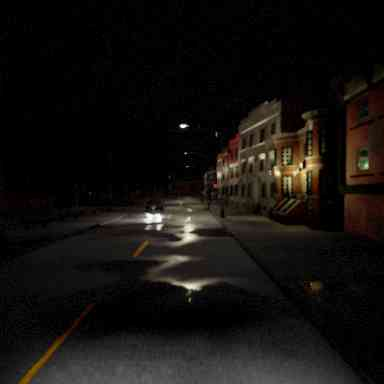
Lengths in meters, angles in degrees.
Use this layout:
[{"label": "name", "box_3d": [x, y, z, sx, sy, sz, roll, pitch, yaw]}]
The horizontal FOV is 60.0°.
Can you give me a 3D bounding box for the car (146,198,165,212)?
[{"label": "car", "box_3d": [-4.039, 1.451, 37.337, 2.128, 1.511, 4.902, 0, 0, 0]}]
